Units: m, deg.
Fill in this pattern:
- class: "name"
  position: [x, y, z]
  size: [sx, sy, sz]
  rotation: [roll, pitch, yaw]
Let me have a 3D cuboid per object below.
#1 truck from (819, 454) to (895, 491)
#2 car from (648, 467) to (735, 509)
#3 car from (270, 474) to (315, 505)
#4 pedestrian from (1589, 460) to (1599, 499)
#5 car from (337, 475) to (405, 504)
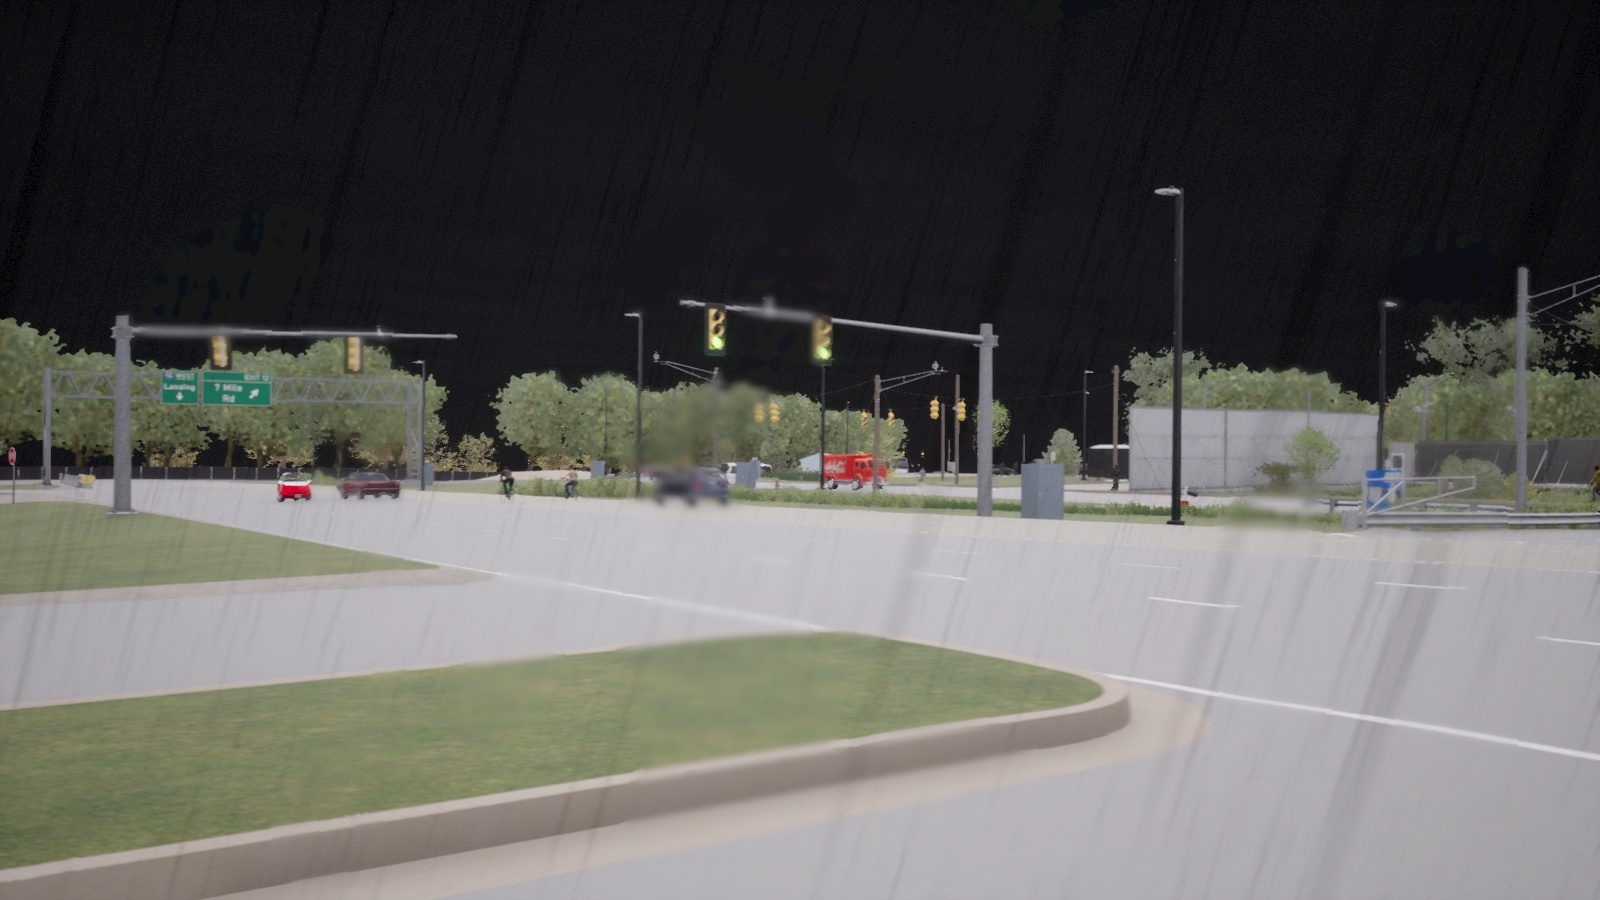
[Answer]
- class: "truck"
  position: [3.853, 1.497, 86.063]
  size: [2.627, 2.467, 5.204]
  rotation: [0, 0, -34]
- class: "car"
  position: [-4.250, 1.440, 48.750]
  size: [1.789, 1.549, 3.705]
  rotation: [0, -1, -35]
- class: "car"
  position: [-23.604, 1.817, 58.368]
  size: [1.481, 1.376, 2.207]
  rotation: [0, -1, -35]
- class: "pedestrian"
  position: [37.439, 1.376, 58.843]
  size: [0.370, 1.835, 0.726]
  rotation: [0, 1, -36]
- class: "car"
  position: [-20.579, 1.851, 60.145]
  size: [1.895, 1.301, 4.718]
  rotation: [0, -1, -35]
